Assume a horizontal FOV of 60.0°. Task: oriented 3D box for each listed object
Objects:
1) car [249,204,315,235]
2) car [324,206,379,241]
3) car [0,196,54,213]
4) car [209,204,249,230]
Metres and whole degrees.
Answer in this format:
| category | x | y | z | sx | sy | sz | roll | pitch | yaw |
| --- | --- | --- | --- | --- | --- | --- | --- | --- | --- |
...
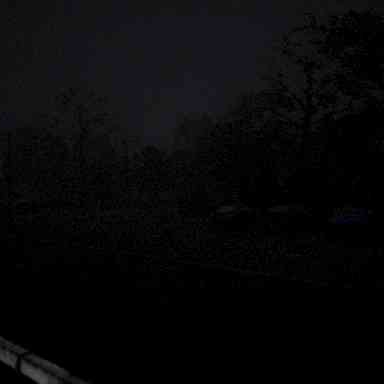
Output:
| category | x | y | z | sx | sy | sz | roll | pitch | yaw |
| --- | --- | --- | --- | --- | --- | --- | --- | --- | --- |
| car | 5.449 | 1.437 | 18.658 | 2.231 | 1.521 | 4.892 | 0 | 0 | 36 |
| car | 8.118 | 1.446 | 16.762 | 2.097 | 1.535 | 5.008 | 0 | 0 | 36 |
| car | -16.984 | 1.232 | 34.757 | 2.185 | 1.767 | 4.553 | 0 | 0 | 35 |
| car | 2.787 | 1.467 | 20.567 | 2.002 | 1.452 | 4.674 | 0 | 0 | 36 |
